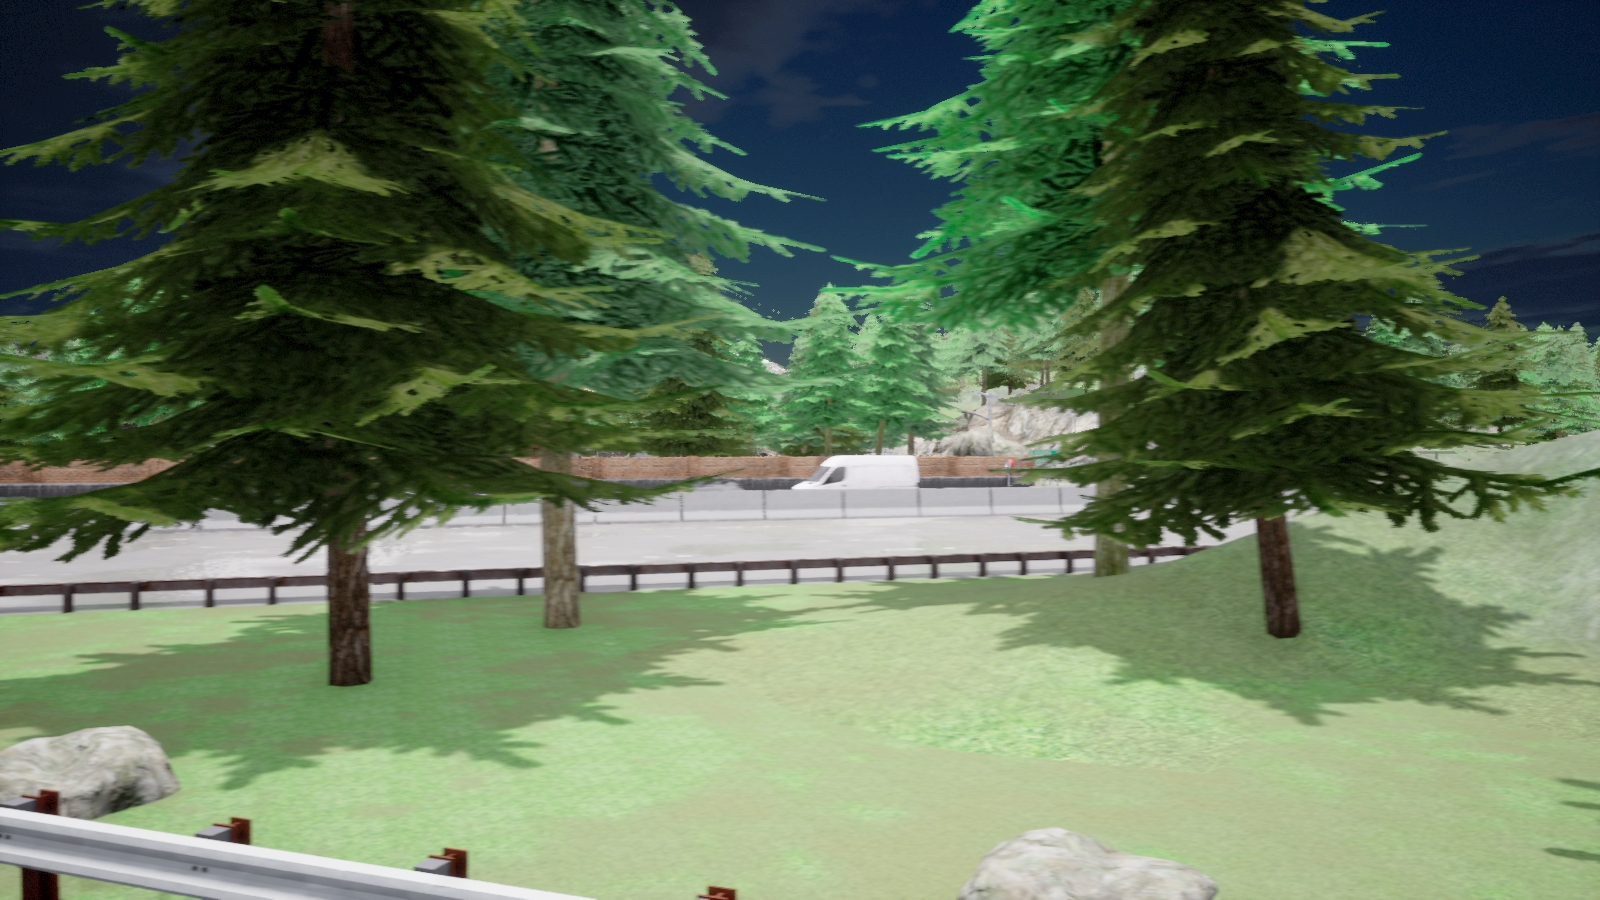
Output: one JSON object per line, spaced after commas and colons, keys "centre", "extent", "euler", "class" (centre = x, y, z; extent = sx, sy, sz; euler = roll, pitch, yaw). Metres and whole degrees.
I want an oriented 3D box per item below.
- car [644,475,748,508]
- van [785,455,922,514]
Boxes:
{"centre": [-5.213, 2.056, 57.096], "extent": [4.792, 1.488, 2.163], "euler": [0, 0, -18], "class": "car"}
{"centre": [2.442, 1.528, 52.225], "extent": [5.915, 2.561, 1.988], "euler": [0, 0, -18], "class": "van"}
